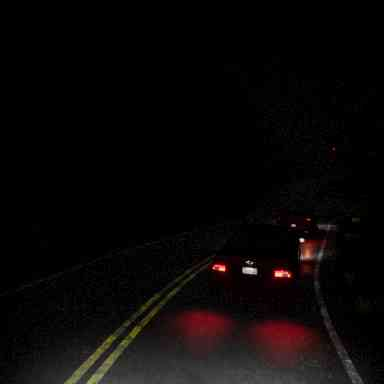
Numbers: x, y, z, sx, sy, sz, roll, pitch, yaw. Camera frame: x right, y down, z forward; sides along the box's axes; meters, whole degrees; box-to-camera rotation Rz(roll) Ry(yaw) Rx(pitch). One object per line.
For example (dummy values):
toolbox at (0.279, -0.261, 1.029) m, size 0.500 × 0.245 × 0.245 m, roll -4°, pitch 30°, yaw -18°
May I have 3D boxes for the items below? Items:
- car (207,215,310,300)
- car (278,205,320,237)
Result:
car at (1.877, 1.548, 8.693) m, size 2.033 × 1.411 × 5.357 m, roll 2°, pitch 0°, yaw 18°
car at (5.965, 1.485, 18.538) m, size 1.882 × 1.535 × 5.008 m, roll 2°, pitch 1°, yaw 23°
